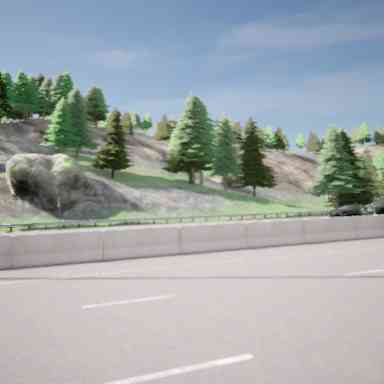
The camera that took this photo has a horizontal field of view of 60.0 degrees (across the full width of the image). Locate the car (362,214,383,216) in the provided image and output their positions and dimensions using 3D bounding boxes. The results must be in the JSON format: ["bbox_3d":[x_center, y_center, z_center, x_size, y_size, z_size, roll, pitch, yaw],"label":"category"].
[{"bbox_3d":[19.889,1.638,33.681,5.566,2.045,2.150,-1,-2,-11],"label":"car"}]

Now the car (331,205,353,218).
[{"bbox_3d":[17.509,2.125,36.751,5.357,1.411,2.033,-1,-2,-12],"label":"car"}]
